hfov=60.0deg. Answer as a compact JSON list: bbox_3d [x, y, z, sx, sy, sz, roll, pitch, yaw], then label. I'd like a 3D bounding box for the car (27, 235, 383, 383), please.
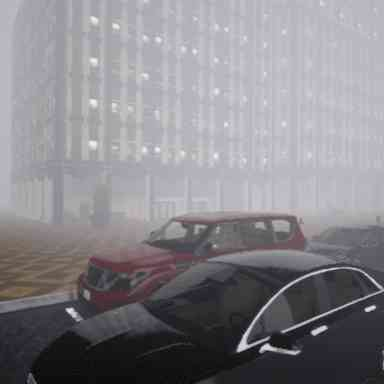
[{"bbox_3d":[0.759,1.535,3.918,4.892,1.490,1.837,1,0,-35],"label":"car"}]

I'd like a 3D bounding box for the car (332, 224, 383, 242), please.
[{"bbox_3d":[4.856,1.670,10.026,4.313,1.339,1.947,1,0,-36],"label":"car"}]

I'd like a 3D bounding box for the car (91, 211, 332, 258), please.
[{"bbox_3d":[0.362,1.360,6.820,5.009,1.841,2.192,1,0,-36],"label":"car"}]
